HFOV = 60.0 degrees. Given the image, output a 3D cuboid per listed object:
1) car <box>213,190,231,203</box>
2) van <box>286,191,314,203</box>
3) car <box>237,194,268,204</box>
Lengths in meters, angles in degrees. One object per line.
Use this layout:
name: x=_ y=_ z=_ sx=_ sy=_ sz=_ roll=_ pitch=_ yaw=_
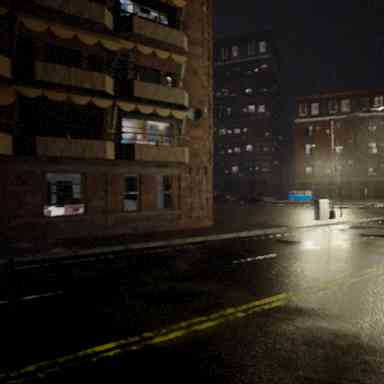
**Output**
car: x=3.061 y=0.666 z=47.838 sx=5.009 sy=1.841 sz=2.192 roll=1 pitch=0 yaw=22
van: x=16.748 y=0.734 z=51.313 sx=3.998 sy=1.788 sz=1.690 roll=1 pitch=0 yaw=22
car: x=8.273 y=1.000 z=45.713 sx=4.206 sy=1.307 sz=1.802 roll=1 pitch=0 yaw=22
